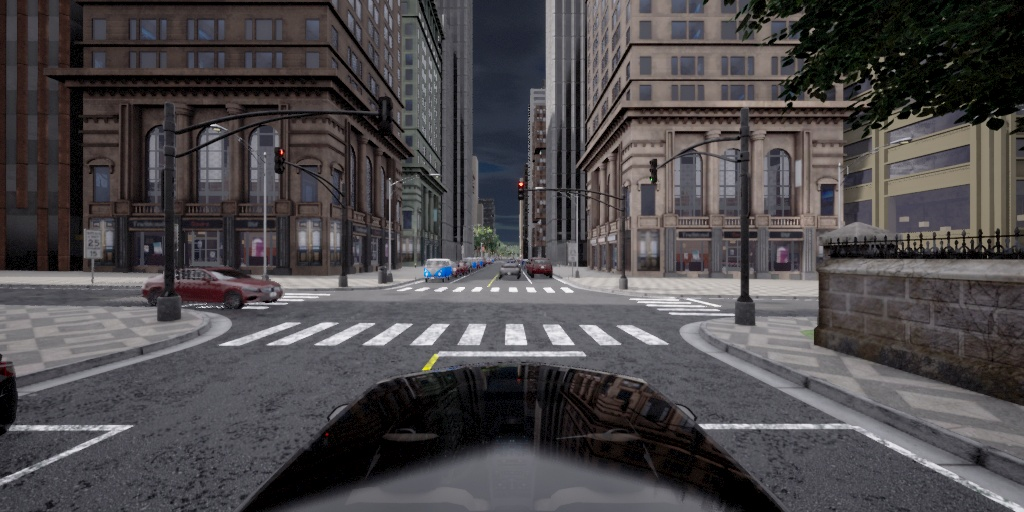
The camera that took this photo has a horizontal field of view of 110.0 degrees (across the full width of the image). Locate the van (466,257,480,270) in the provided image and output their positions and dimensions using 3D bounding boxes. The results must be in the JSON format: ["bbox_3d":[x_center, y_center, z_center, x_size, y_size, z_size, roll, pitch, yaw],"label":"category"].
[{"bbox_3d":[-5.890,1.134,50.153,1.690,1.789,3.998,0,0,0],"label":"van"}]

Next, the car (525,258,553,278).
[{"bbox_3d":[2.678,1.085,33.860,2.192,1.841,5.009,0,0,0],"label":"car"}]

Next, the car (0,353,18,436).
[{"bbox_3d":[-5.762,1.316,1.732,1.948,1.339,4.313,0,0,0],"label":"car"}]

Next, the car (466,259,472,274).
[{"bbox_3d":[-5.861,1.322,39.270,1.888,1.381,4.507,0,0,0],"label":"car"}]

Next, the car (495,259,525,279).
[{"bbox_3d":[-0.143,1.261,32.569,2.128,1.511,4.902,0,0,2],"label":"car"}]

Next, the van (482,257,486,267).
[{"bbox_3d":[-5.919,1.151,61.035,1.690,1.789,3.998,0,0,0],"label":"van"}]

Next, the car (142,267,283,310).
[{"bbox_3d":[-11.113,1.129,13.393,4.674,1.442,1.812,1,0,5],"label":"car"}]

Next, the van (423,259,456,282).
[{"bbox_3d":[-5.833,1.105,28.389,1.690,1.789,3.998,0,0,0],"label":"van"}]

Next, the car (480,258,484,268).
[{"bbox_3d":[-5.904,1.347,55.594,1.888,1.381,4.507,0,0,0],"label":"car"}]

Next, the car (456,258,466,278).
[{"bbox_3d":[-5.847,1.210,33.829,1.967,1.591,4.097,0,0,0],"label":"car"}]

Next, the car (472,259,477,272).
[{"bbox_3d":[-5.876,1.351,44.711,1.948,1.339,4.313,0,0,0],"label":"car"}]
